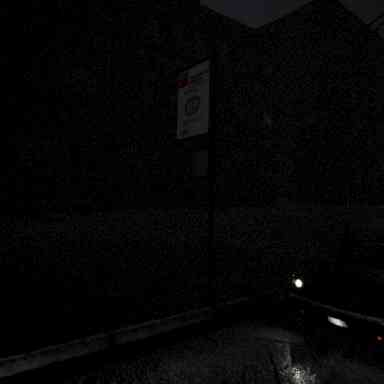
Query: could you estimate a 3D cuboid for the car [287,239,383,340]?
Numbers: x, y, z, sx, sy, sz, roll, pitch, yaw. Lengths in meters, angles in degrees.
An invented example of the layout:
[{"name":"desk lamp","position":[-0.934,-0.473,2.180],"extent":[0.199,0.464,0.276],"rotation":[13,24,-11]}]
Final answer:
[{"name":"car","position":[3.935,1.604,6.190],"extent":[4.718,1.301,1.895],"rotation":[0,0,-36]}]
